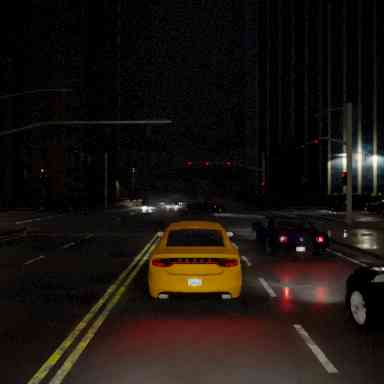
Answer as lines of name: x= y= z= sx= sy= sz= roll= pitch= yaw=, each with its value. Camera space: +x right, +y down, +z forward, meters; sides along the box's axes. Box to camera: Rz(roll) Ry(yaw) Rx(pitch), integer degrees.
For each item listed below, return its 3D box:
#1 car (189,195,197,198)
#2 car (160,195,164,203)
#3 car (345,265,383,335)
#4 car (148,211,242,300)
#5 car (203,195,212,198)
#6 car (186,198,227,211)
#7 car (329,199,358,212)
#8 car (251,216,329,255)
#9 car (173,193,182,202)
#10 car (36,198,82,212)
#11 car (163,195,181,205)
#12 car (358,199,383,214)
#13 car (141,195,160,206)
car: x=0.225 y=1.367 z=80.170 sx=1.994 sy=1.385 sz=4.181 roll=0 pitch=0 yaw=0
car: x=-6.805 y=1.500 z=69.280 sx=1.837 sy=1.490 sz=4.892 roll=0 pitch=0 yaw=0
car: x=3.611 y=1.505 z=3.963 sx=1.837 sy=1.490 sz=4.892 roll=0 pitch=0 yaw=0
car: x=0.078 y=1.478 z=8.475 sx=1.882 sy=1.535 sz=5.008 roll=0 pitch=0 yaw=1
car: x=3.724 y=1.429 z=79.621 sx=1.837 sy=1.490 sz=4.892 roll=0 pitch=0 yaw=0
car: x=1.534 y=1.601 z=36.212 sx=1.895 sy=1.301 sz=4.718 roll=0 pitch=0 yaw=-40
car: x=19.031 y=1.547 z=38.933 sx=5.357 sy=1.411 sz=2.033 roll=0 pitch=0 yaw=0
car: x=3.618 y=1.601 z=13.234 sx=1.895 sy=1.301 sz=4.718 roll=0 pitch=0 yaw=0
car: x=-3.293 y=1.225 z=73.525 sx=2.150 sy=2.045 sz=5.566 roll=0 pitch=0 yaw=0
car: x=-15.416 y=1.478 z=38.622 sx=5.008 sy=1.535 sz=1.882 roll=0 pitch=1 yaw=-9
car: x=-3.419 y=1.600 z=58.134 sx=1.895 sy=1.301 sz=4.718 roll=0 pitch=0 yaw=0
car: x=20.946 y=1.491 z=35.450 sx=4.902 sy=1.511 sz=2.128 roll=0 pitch=0 yaw=-1
car: x=-6.959 y=1.491 z=53.843 sx=2.128 sy=1.511 sz=4.902 roll=0 pitch=0 yaw=1
